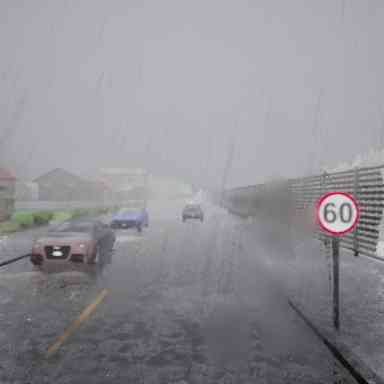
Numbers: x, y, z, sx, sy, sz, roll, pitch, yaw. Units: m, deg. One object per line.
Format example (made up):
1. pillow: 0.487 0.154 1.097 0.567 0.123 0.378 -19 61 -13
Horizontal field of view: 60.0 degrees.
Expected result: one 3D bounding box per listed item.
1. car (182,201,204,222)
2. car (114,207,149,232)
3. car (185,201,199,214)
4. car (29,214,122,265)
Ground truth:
1. car: 0.085 1.840 30.349 2.128 1.511 4.902 0 -1 0
2. car: -4.079 1.738 22.576 1.882 1.535 5.008 0 -1 0
3. car: 0.025 1.990 44.592 1.882 1.535 5.008 0 0 0
4. car: -4.101 1.705 12.115 1.994 1.385 4.181 0 -1 0
